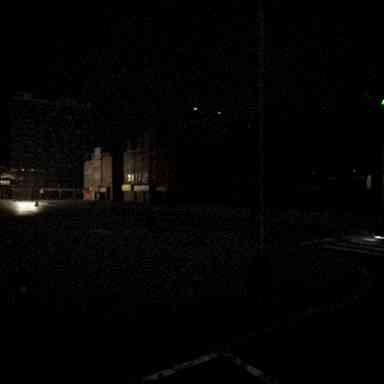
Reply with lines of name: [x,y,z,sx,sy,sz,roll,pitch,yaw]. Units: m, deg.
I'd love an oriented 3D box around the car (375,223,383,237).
car: [10.012,1.413,12.562,2.033,1.411,5.357,0,0,-35]
